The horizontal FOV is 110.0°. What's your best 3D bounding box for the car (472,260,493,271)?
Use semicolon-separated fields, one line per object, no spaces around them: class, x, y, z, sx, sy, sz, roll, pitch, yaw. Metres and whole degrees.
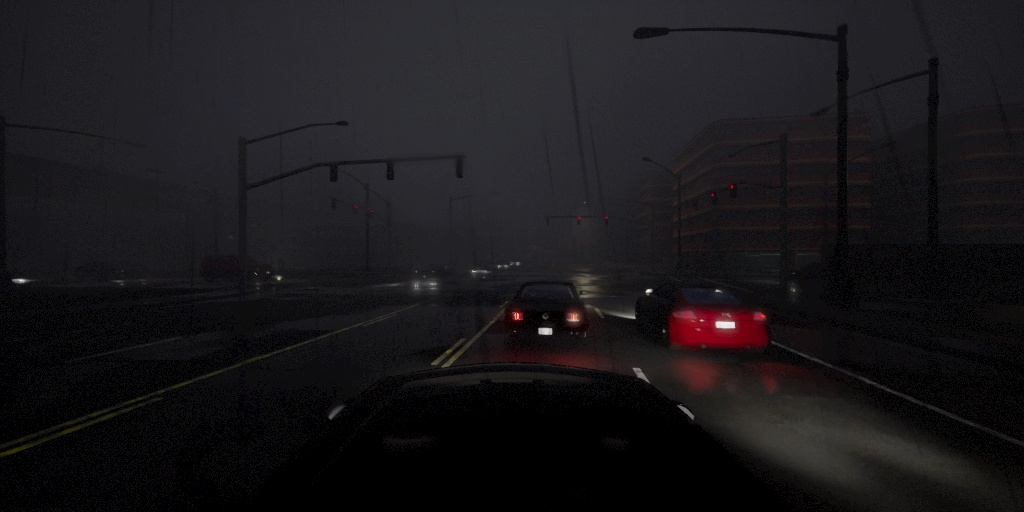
car;-3.858;1.174;47.645;2.033;1.411;5.357;0;1;8

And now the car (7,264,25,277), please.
car;-47.648;1.350;33.527;4.718;1.301;1.895;0;0;28

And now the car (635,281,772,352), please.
car;4.435;1.314;8.990;1.994;1.385;4.181;0;0;7

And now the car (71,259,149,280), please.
car;-34.548;1.228;30.731;5.008;1.535;1.882;0;0;7

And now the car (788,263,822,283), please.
car;23.398;1.276;27.514;4.674;1.442;1.812;0;0;6

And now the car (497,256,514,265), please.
car;-1.471;0.923;64.506;1.994;1.385;4.181;0;1;8

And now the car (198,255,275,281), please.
car;-22.403;0.971;29.250;5.566;2.045;2.150;0;0;7

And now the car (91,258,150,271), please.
car;-38.102;1.241;34.909;4.902;1.511;2.128;0;0;9

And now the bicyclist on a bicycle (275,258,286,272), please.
bicyclist on a bicycle;-26.263;1.053;40.776;0.582;1.620;1.656;0;0;7

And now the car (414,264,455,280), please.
car;-6.546;1.316;30.576;1.895;1.301;4.718;0;0;11

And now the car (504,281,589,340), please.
car;1.035;1.351;10.003;1.895;1.301;4.718;0;0;8
